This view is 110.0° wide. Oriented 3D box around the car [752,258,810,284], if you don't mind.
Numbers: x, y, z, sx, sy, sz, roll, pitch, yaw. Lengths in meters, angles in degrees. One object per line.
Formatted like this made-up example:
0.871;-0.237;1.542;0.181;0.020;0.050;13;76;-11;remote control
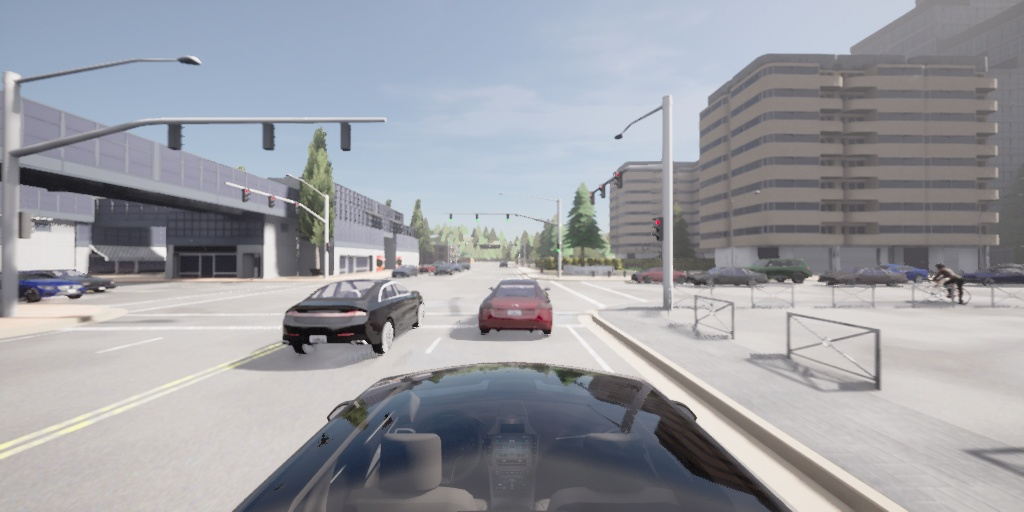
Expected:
21.243;1.207;29.477;5.566;2.045;2.150;0;0;-2;car

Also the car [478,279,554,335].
0.224;1.393;10.885;1.994;1.385;4.181;0;0;5;car

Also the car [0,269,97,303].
-23.238;1.413;16.994;4.674;1.442;1.812;0;0;-1;car

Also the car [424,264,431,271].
-11.753;1.761;48.846;1.895;1.301;4.718;0;0;-1;car

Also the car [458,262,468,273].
-8.352;1.751;53.998;2.033;1.411;5.357;0;0;-1;car

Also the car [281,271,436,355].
-3.520;1.304;8.886;2.128;1.511;4.902;0;0;-1;car

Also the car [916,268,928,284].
31.270;1.463;29.717;5.008;1.535;1.882;0;0;-1;car

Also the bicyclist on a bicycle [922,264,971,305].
18.009;1.162;14.907;0.582;1.620;1.656;0;-1;-1;bicyclist on a bicycle

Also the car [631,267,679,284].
11.899;1.549;29.240;4.181;1.385;1.994;0;0;-1;car

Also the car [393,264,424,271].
-11.563;1.624;39.261;2.033;1.411;5.357;0;0;0;car

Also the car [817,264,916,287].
25.443;1.502;26.076;5.357;1.411;2.033;0;0;-2;car

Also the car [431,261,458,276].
-8.140;1.679;43.699;1.994;1.385;4.181;0;0;-1;car

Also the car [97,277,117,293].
-26.067;1.465;20.441;5.357;1.411;2.033;0;0;-1;car

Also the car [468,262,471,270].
-8.516;1.772;64.465;1.882;1.535;5.008;0;0;-1;car

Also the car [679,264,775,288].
15.372;1.502;25.826;5.357;1.411;2.033;0;0;-1;car

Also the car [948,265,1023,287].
35.307;1.556;26.308;4.718;1.301;1.895;0;0;-1;car
